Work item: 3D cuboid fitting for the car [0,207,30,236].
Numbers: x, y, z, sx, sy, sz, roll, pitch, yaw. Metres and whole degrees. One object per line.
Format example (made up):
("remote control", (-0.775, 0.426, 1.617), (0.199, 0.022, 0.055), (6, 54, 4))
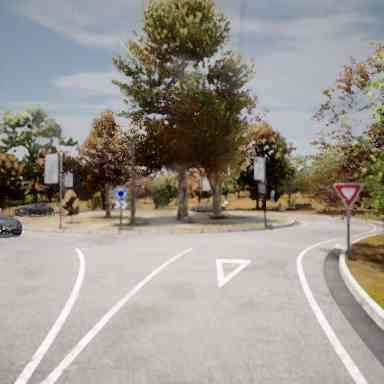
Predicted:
("car", (-11.684, 1.760, 19.030), (4.892, 1.490, 1.837), (-1, 0, 33))

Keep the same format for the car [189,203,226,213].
("car", (2.242, 2.385, 48.794), (5.357, 1.411, 2.033), (0, -1, 21))

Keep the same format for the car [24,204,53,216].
("car", (-18.769, 2.169, 39.444), (1.837, 1.490, 4.892), (-2, -2, 24))
